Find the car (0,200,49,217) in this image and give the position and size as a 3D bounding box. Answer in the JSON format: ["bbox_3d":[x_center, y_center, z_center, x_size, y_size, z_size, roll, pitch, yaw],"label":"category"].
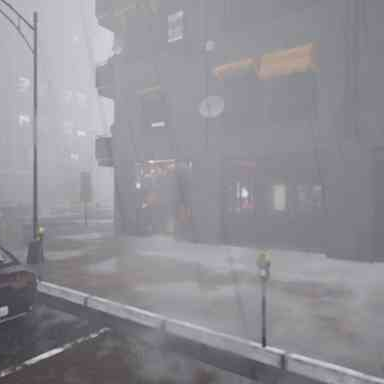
[{"bbox_3d":[-14.123,1.336,26.226,2.008,1.369,4.403,1,1,35],"label":"car"}]

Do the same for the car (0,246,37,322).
[{"bbox_3d":[-4.617,1.548,6.188,4.403,1.369,2.008,0,0,36],"label":"car"}]

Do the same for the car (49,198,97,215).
[{"bbox_3d":[-11.020,1.235,30.642,1.752,1.417,4.829,1,1,35],"label":"car"}]
